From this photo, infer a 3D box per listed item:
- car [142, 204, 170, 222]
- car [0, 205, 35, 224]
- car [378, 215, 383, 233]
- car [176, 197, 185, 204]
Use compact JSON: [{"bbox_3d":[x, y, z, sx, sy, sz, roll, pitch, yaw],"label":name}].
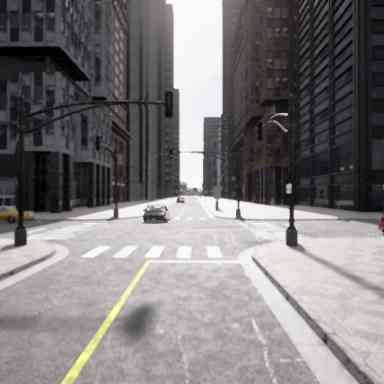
[{"bbox_3d":[-2.838,1.680,27.479,2.033,1.411,5.357,0,0,0],"label":"car"},{"bbox_3d":[-14.862,1.686,25.936,4.829,1.417,1.752,0,0,1],"label":"car"},{"bbox_3d":[11.996,1.471,17.084,4.097,1.590,1.967,0,0,1],"label":"car"},{"bbox_3d":[-2.546,1.829,74.477,1.882,1.535,5.008,0,0,0],"label":"car"}]
